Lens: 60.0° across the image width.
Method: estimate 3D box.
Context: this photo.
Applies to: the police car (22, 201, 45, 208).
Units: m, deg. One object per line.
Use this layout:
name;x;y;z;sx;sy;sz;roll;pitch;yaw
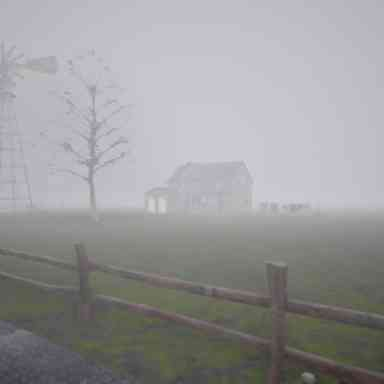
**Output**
police car;-38.279;3.061;80.359;2.038;1.542;4.974;0;-1;35
